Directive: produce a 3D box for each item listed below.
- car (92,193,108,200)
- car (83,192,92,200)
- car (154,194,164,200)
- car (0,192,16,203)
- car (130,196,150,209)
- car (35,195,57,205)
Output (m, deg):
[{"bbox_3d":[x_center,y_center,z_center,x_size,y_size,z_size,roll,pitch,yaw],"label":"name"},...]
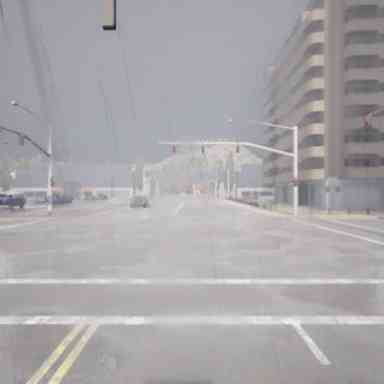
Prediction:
[{"bbox_3d":[-21.054,1.019,77.561,1.932,1.855,4.605,0,0,0],"label":"car"},{"bbox_3d":[-23.948,1.022,77.626,1.905,1.878,3.866,0,0,0],"label":"car"},{"bbox_3d":[-7.005,1.170,70.732,1.882,1.535,5.008,0,0,0],"label":"car"},{"bbox_3d":[-43.571,1.022,77.657,1.905,1.878,3.866,0,0,0],"label":"car"},{"bbox_3d":[-7.003,1.270,44.966,2.097,1.767,4.553,0,0,0],"label":"car"},{"bbox_3d":[-26.714,1.292,60.168,1.970,1.475,3.806,0,0,0],"label":"car"}]
